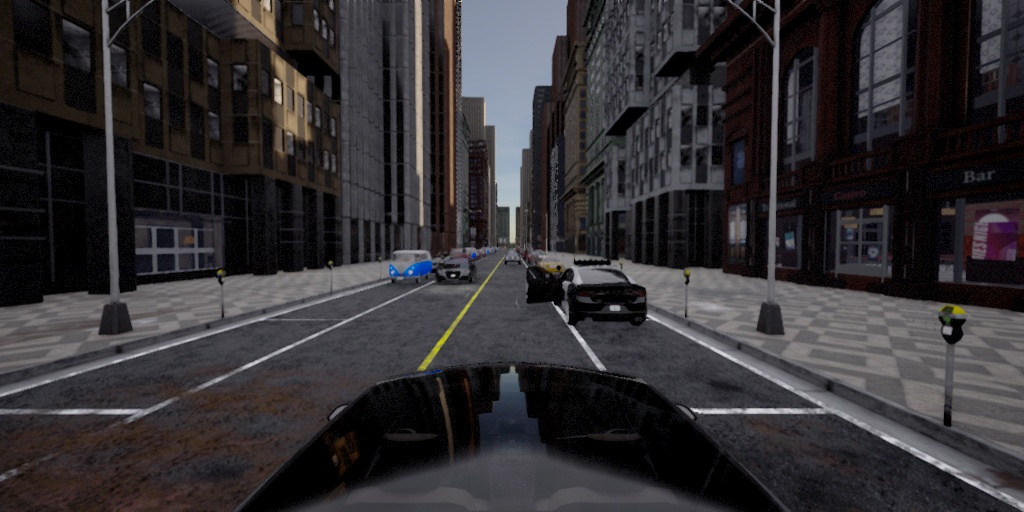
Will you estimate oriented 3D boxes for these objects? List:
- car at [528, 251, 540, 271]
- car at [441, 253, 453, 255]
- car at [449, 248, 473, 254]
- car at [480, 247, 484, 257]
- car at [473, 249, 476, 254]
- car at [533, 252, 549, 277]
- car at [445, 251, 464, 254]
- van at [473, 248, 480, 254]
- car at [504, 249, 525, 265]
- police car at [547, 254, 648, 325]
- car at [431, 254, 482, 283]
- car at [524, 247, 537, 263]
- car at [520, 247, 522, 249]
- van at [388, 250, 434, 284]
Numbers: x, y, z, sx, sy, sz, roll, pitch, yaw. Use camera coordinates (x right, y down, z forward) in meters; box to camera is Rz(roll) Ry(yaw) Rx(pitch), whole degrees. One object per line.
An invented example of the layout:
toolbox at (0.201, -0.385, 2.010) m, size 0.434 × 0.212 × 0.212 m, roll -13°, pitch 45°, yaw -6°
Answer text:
car at (2.754, 0.467, 31.941) m, size 2.007 × 1.370 × 4.403 m, roll 0°, pitch 0°, yaw 0°
car at (-5.769, 0.638, 26.293) m, size 1.948 × 1.339 × 4.313 m, roll 0°, pitch 0°, yaw 0°
car at (-5.772, 0.077, 37.562) m, size 2.192 × 1.841 × 5.009 m, roll 0°, pitch 0°, yaw 0°
car at (-5.777, -0.263, 54.466) m, size 1.967 × 1.591 × 4.097 m, roll 0°, pitch 0°, yaw 0°
car at (-5.774, 0.152, 43.197) m, size 1.888 × 1.381 × 4.507 m, roll 0°, pitch 0°, yaw 0°
car at (2.756, 0.597, 26.477) m, size 1.751 × 1.417 × 4.829 m, roll 0°, pitch 0°, yaw 0°
car at (-5.771, 0.483, 31.928) m, size 1.948 × 1.339 × 4.313 m, roll 0°, pitch 0°, yaw 0°
van at (-5.776, -0.207, 48.832) m, size 1.690 × 1.789 × 3.998 m, roll 0°, pitch 0°, yaw 0°
car at (0.078, 0.221, 40.726) m, size 2.033 × 1.411 × 5.357 m, roll 0°, pitch 1°, yaw 0°
police car at (2.364, 0.924, 10.806) m, size 1.930 × 1.638 × 5.238 m, roll 0°, pitch 2°, yaw 0°
car at (-3.104, 0.785, 20.877) m, size 1.994 × 1.385 × 4.181 m, roll 0°, pitch 2°, yaw 0°
car at (2.751, 0.047, 43.209) m, size 1.967 × 1.591 × 4.097 m, roll 0°, pitch 0°, yaw 0°
car at (2.748, -0.388, 54.478) m, size 2.192 × 1.841 × 5.009 m, roll 0°, pitch 0°, yaw 0°
van at (-5.768, 0.568, 20.658) m, size 1.690 × 1.789 × 3.998 m, roll 0°, pitch 0°, yaw 0°
